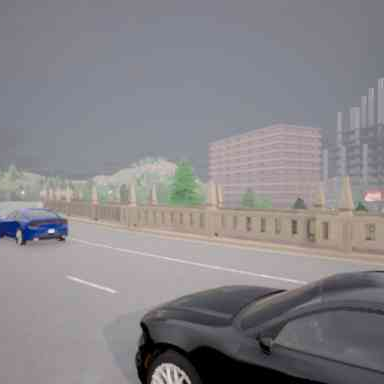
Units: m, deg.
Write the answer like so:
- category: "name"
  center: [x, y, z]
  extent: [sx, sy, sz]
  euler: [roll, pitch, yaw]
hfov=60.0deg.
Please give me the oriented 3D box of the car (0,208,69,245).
- category: "car"
  center: [-7.619, 1.489, 15.698]
  extent: [1.882, 1.535, 5.008]
  euler: [0, 0, -44]

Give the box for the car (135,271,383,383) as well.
- category: "car"
  center: [1.671, 1.493, 2.941]
  extent: [5.008, 1.535, 1.882]
  euler: [0, 0, 36]
